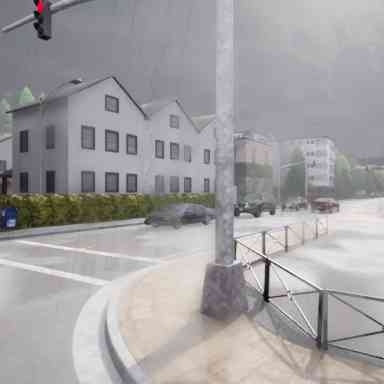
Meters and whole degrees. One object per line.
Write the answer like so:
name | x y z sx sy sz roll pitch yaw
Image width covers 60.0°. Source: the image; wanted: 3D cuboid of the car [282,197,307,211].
car | 11.531 1.303 37.094 2.128 1.511 4.902 0 0 36

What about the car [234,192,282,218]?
car | 5.464 1.033 28.611 2.150 2.045 5.566 0 0 35

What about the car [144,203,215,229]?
car | -0.499 1.359 20.198 2.033 1.411 5.357 0 0 35

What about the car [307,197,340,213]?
car | 13.528 1.288 33.600 1.882 1.535 5.008 0 0 35
